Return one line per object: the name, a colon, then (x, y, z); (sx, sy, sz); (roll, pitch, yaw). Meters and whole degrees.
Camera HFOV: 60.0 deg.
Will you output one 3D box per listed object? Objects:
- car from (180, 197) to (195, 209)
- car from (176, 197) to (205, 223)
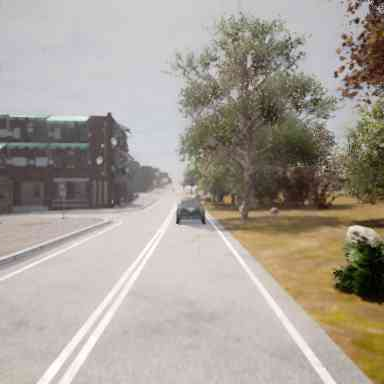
car: (-0.600, 1.397, 43.784); (1.837, 1.490, 4.892); (0, 0, -2)
car: (-0.126, 1.312, 25.488); (2.097, 1.767, 4.553); (0, 0, -1)
